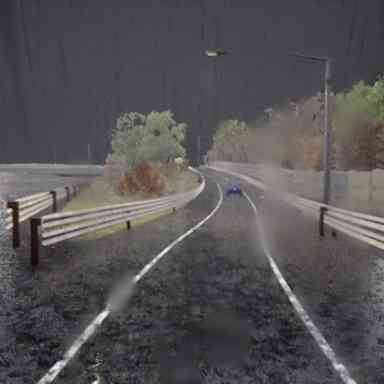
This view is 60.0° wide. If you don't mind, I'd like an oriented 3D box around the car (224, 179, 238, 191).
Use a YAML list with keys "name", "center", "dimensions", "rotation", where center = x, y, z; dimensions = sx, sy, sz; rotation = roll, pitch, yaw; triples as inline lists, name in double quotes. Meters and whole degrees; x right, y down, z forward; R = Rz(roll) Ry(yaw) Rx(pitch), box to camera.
- name: "car"
  center: [6.691, -1.272, 57.661]
  dimensions: [2.097, 1.767, 4.553]
  rotation: [0, 5, 3]

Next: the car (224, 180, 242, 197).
- name: "car"
  center: [5.932, -0.505, 47.280]
  dimensions: [2.150, 2.045, 5.566]
  rotation: [0, 4, 4]
